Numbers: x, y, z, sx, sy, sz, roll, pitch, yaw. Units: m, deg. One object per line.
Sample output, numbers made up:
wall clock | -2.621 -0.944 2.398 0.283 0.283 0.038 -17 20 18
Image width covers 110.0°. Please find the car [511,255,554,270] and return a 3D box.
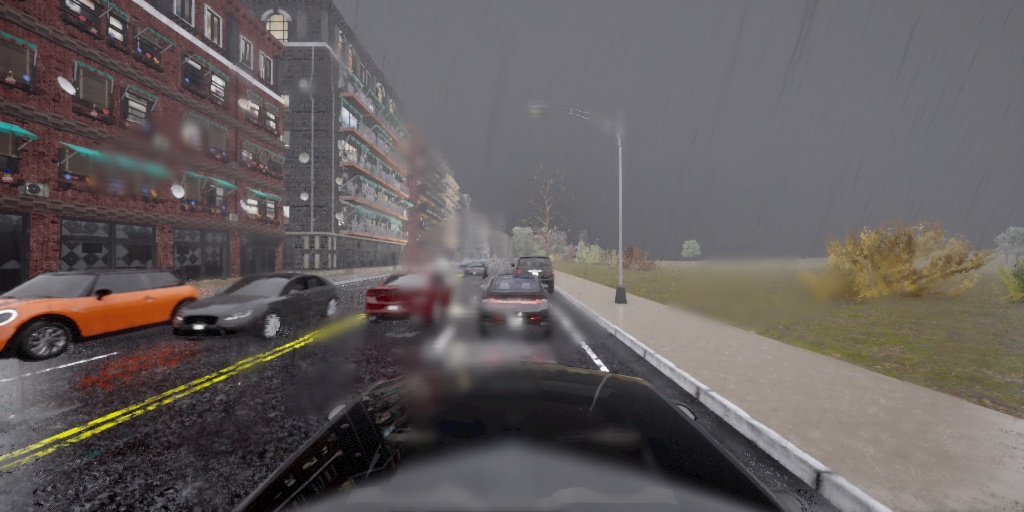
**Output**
car | 1.132 0.977 20.224 2.150 2.045 5.566 0 0 0

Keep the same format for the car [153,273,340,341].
car | -6.603 1.256 9.999 1.837 1.490 4.892 0 0 0

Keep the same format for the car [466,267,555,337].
car | 0.098 1.243 10.354 2.128 1.511 4.902 0 0 0

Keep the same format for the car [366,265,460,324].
car | -3.153 1.229 12.022 1.882 1.535 5.008 0 0 0

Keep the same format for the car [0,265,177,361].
car | -9.852 1.103 8.223 2.097 1.767 4.553 0 0 0

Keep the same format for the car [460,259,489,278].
car | -3.161 1.244 32.859 2.128 1.511 4.902 0 0 0

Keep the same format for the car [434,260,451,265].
car | -9.854 1.275 51.069 1.812 1.442 4.674 0 0 0
